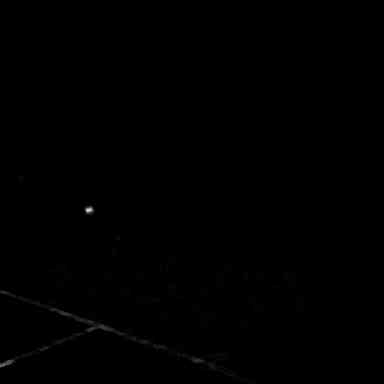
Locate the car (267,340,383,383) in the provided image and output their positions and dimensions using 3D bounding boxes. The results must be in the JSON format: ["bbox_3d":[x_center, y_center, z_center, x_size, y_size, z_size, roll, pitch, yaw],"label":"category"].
[{"bbox_3d":[2.127,1.441,1.454,4.097,1.590,1.967,0,0,35],"label":"car"}]
